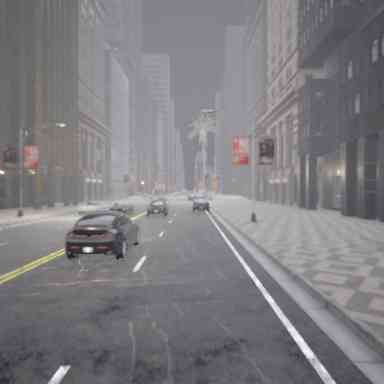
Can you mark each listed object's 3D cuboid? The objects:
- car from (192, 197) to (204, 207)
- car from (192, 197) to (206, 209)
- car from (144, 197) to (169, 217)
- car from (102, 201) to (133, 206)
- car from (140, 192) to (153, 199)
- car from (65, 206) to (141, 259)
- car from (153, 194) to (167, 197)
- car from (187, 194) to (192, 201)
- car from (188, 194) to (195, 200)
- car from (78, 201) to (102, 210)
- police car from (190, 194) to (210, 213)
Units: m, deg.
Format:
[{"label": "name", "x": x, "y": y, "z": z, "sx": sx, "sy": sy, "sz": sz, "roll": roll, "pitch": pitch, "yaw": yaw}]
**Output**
[{"label": "car", "x": 0.963, "y": 1.474, "z": 52.555, "sx": 1.812, "sy": 1.442, "sz": 4.674, "roll": 0, "pitch": 0, "yaw": 0}, {"label": "car", "x": 0.964, "y": 1.483, "z": 46.555, "sx": 1.812, "sy": 1.442, "sz": 4.674, "roll": 0, "pitch": 0, "yaw": 0}, {"label": "car", "x": -3.158, "y": 1.502, "z": 31.457, "sx": 1.812, "sy": 1.442, "sz": 4.674, "roll": 0, "pitch": 0, "yaw": 0}, {"label": "car", "x": -6.598, "y": 1.577, "z": 30.937, "sx": 1.895, "sy": 1.301, "sz": 4.718, "roll": 0, "pitch": 0, "yaw": 0}, {"label": "car", "x": -9.769, "y": 1.262, "z": 75.745, "sx": 2.128, "sy": 1.511, "sz": 4.902, "roll": 0, "pitch": 0, "yaw": 0}, {"label": "car", "x": -3.153, "y": 1.500, "z": 12.493, "sx": 1.837, "sy": 1.490, "sz": 4.892, "roll": 0, "pitch": 0, "yaw": 0}, {"label": "car", "x": -6.517, "y": 1.252, "z": 71.762, "sx": 2.097, "sy": 1.767, "sz": 4.553, "roll": 0, "pitch": 0, "yaw": 0}, {"label": "car", "x": -0.017, "y": 1.210, "z": 72.369, "sx": 1.882, "sy": 1.535, "sz": 5.008, "roll": 0, "pitch": 0, "yaw": 0}, {"label": "car", "x": -0.022, "y": 1.319, "z": 92.200, "sx": 1.882, "sy": 1.535, "sz": 5.008, "roll": 0, "pitch": 0, "yaw": 0}, {"label": "car", "x": -9.844, "y": 1.574, "z": 33.351, "sx": 1.895, "sy": 1.301, "sz": 4.718, "roll": 0, "pitch": 0, "yaw": 0}, {"label": "police car", "x": 0.966, "y": 1.395, "z": 36.664, "sx": 1.930, "sy": 1.638, "sz": 5.238, "roll": 0, "pitch": 0, "yaw": 0}]
